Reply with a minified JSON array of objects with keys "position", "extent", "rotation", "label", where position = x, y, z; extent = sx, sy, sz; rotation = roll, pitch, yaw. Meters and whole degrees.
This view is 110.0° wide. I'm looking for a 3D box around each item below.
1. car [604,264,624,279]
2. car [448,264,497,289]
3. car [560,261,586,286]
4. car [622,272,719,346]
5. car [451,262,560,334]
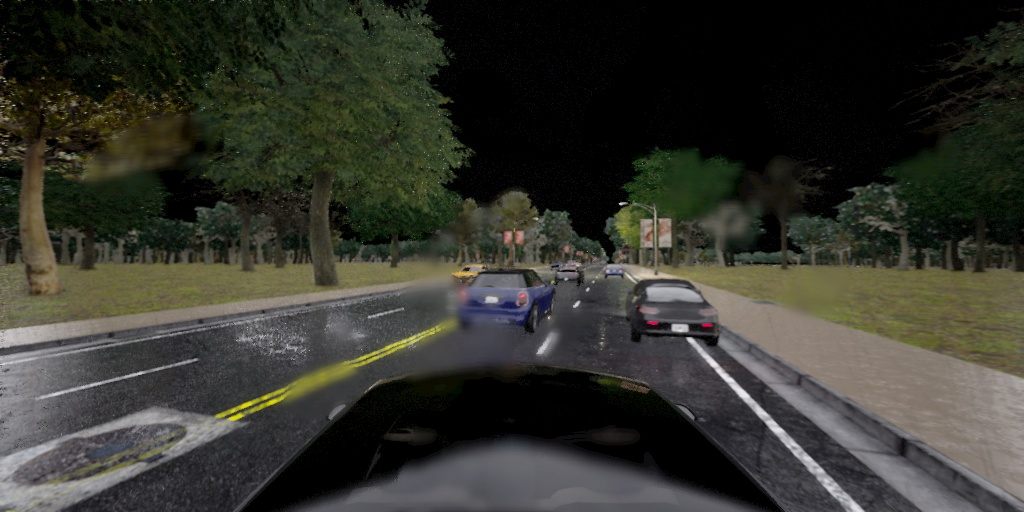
[{"position":[10.221,1.487,35.873],"extent":[2.033,1.411,5.357],"rotation":[0,0,16],"label":"car"},{"position":[-2.750,1.388,26.211],"extent":[1.882,1.535,5.008],"rotation":[0,0,15],"label":"car"},{"position":[4.357,1.383,26.770],"extent":[2.128,1.511,4.902],"rotation":[0,0,15],"label":"car"},{"position":[4.033,1.311,9.522],"extent":[1.812,1.442,4.674],"rotation":[0,0,15],"label":"car"},{"position":[0.057,1.161,11.237],"extent":[2.097,1.767,4.553],"rotation":[0,0,15],"label":"car"}]
